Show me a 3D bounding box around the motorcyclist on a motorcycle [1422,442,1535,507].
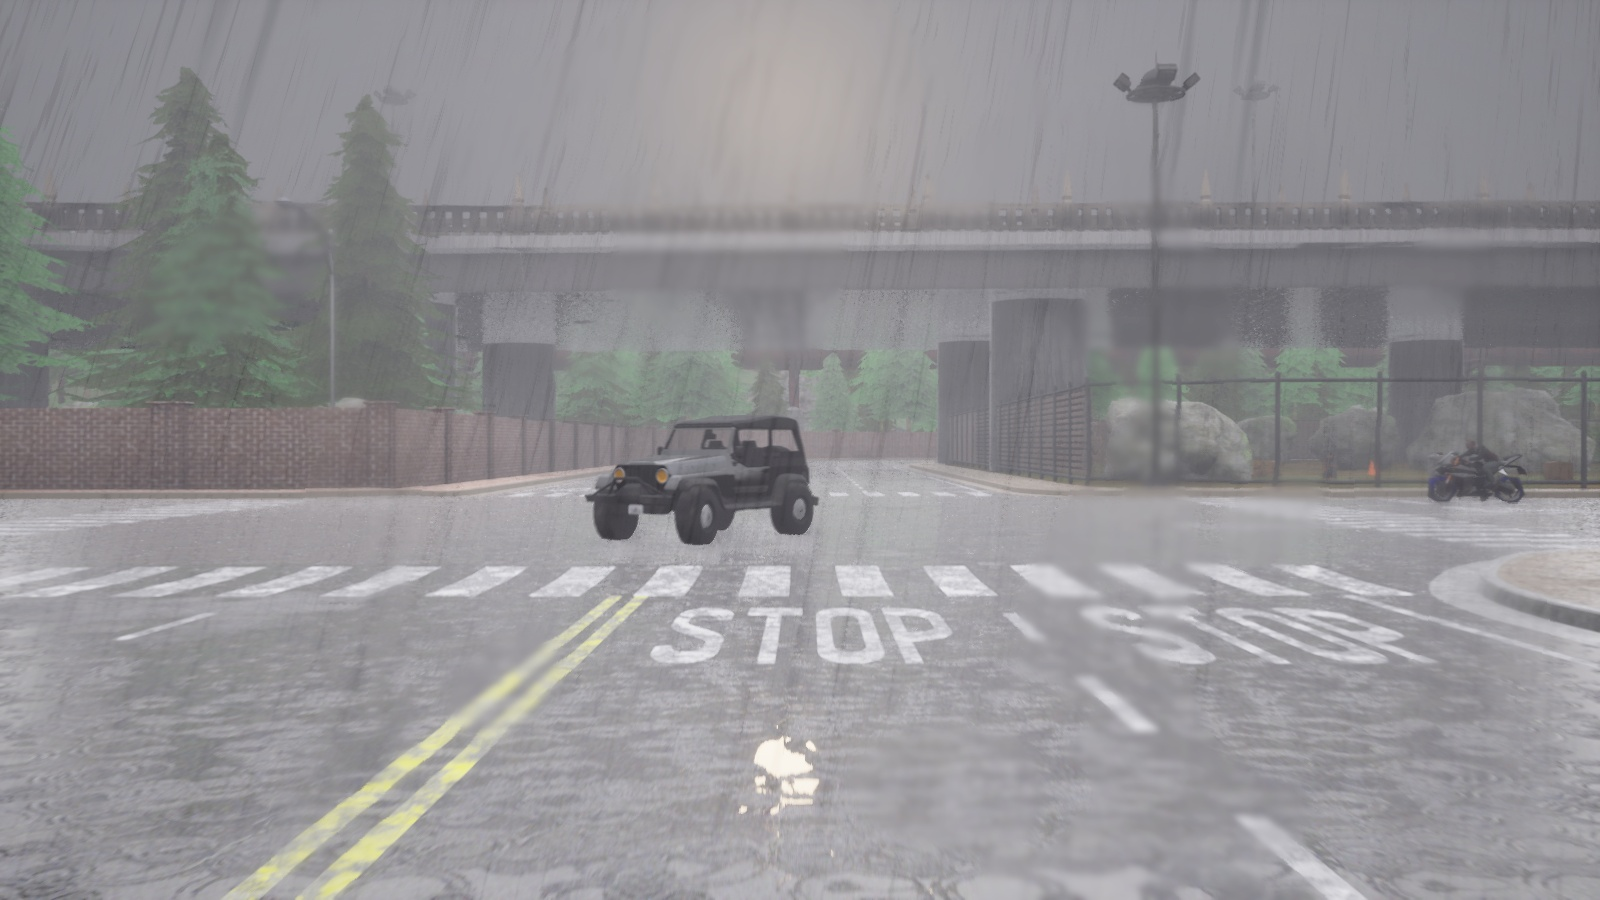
[{"bbox_3d":[16.079,0.571,29.790,2.191,1.530,0.866,0,0,0],"label":"motorcyclist on a motorcycle"}]

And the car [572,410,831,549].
[{"bbox_3d":[-1.387,0.385,19.060,1.905,1.878,3.866,0,0,35],"label":"car"}]
